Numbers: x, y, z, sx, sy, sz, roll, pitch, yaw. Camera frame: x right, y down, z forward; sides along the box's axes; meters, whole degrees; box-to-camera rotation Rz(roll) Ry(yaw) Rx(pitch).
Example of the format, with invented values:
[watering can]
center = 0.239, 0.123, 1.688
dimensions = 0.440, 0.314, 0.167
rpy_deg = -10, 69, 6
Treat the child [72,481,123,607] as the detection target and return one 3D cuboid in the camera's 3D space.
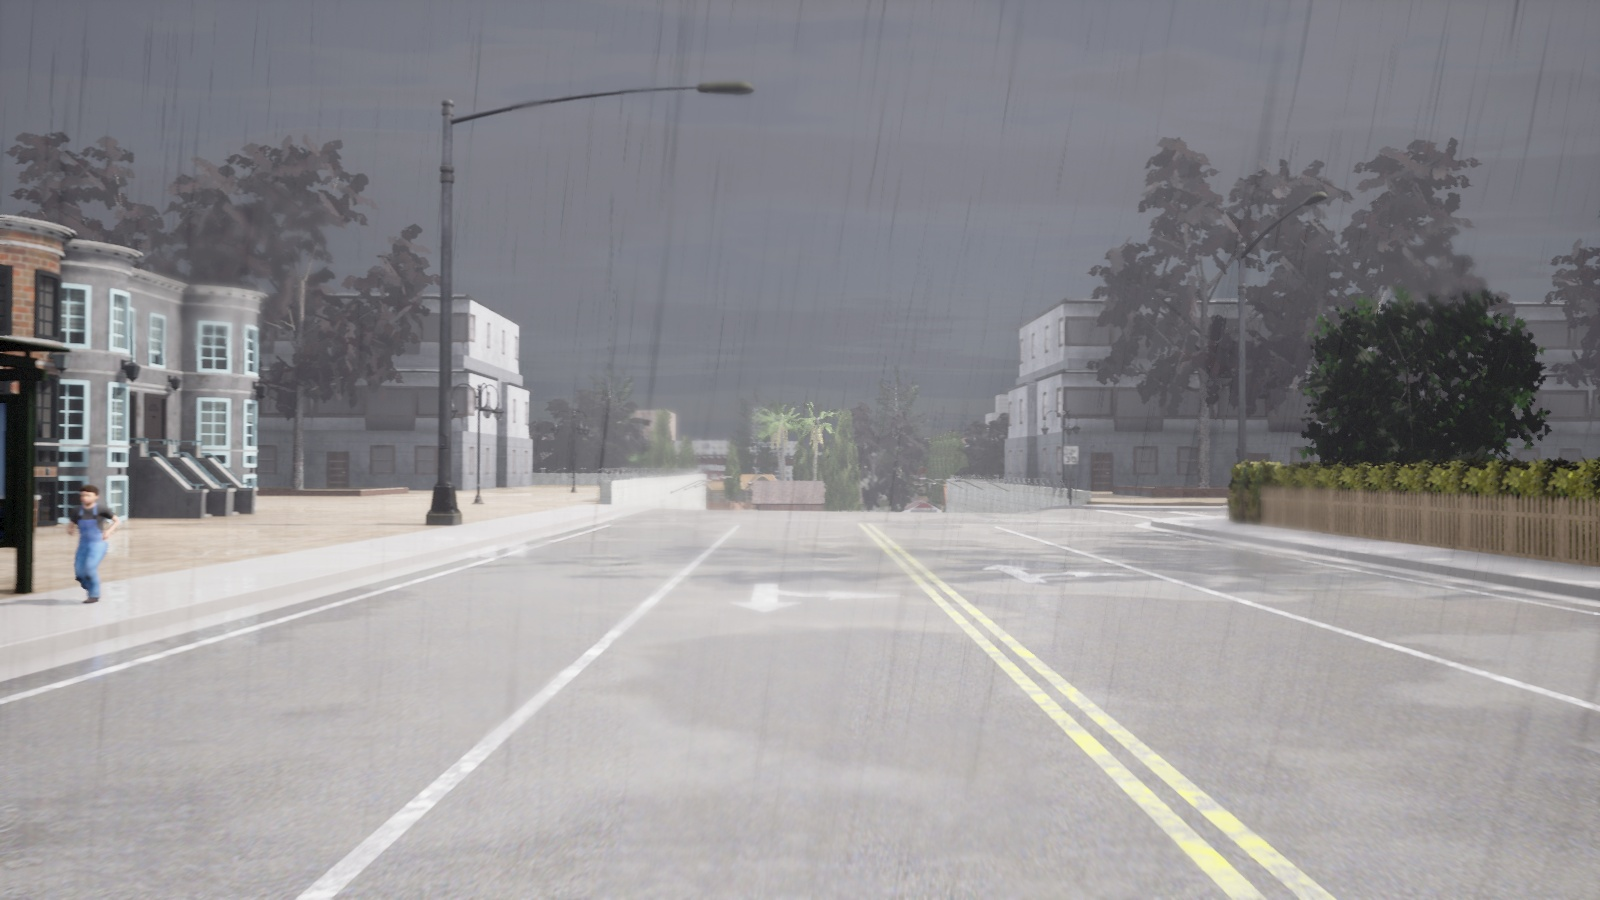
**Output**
[child]
center = -7.179, 0.950, 12.835
dimensions = 0.270, 1.263, 0.437
rpy_deg = 0, -1, 0
